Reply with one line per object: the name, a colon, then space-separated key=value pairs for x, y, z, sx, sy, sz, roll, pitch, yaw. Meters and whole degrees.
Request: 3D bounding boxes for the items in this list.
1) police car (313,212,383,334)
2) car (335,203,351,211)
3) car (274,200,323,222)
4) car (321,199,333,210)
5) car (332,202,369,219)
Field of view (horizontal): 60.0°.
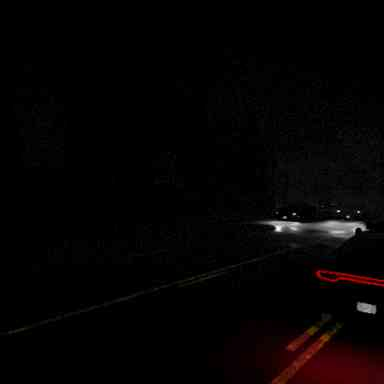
police car: x=4.142 y=1.442 z=6.661 sx=1.930 sy=1.638 sz=5.238 roll=1 pitch=0 yaw=40
car: x=29.570 y=2.847 z=65.105 sx=1.812 sy=1.442 sz=4.674 roll=1 pitch=-2 yaw=12
car: x=8.516 y=1.526 z=26.892 sx=2.033 sy=1.411 sz=5.357 roll=1 pitch=0 yaw=37
car: x=25.643 y=2.380 z=63.563 sx=2.150 sy=2.045 sz=5.566 roll=1 pitch=-2 yaw=15
car: x=13.492 y=1.638 z=27.868 sx=1.895 sy=1.301 sz=4.718 roll=1 pitch=0 yaw=35
